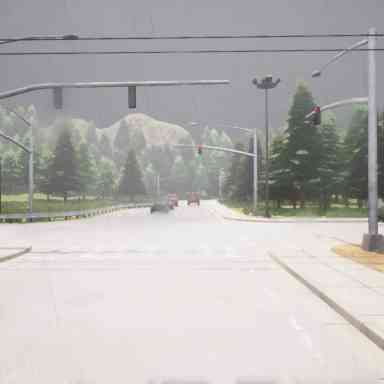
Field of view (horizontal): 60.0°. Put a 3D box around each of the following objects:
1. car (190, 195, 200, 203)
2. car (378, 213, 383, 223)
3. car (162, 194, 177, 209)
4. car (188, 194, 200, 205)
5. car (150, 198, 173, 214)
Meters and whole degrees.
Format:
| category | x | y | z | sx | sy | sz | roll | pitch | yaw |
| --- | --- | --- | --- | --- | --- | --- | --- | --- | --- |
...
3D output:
| category | x | y | z | sx | sy | sz | roll | pitch | yaw |
| --- | --- | --- | --- | --- | --- | --- | --- | --- | --- |
| car | 0.636 | 1.537 | 73.380 | 2.097 | 1.767 | 4.553 | 0 | 0 | 2 |
| car | 15.196 | 1.554 | 22.024 | 5.357 | 1.411 | 2.033 | 0 | 0 | 1 |
| car | -3.554 | 1.485 | 44.688 | 2.097 | 1.767 | 4.553 | 0 | 0 | 0 |
| car | 0.341 | 1.378 | 62.042 | 2.150 | 2.045 | 5.566 | 0 | 0 | 2 |
| car | -3.573 | 1.716 | 37.566 | 1.895 | 1.301 | 4.718 | 0 | 0 | 0 |
